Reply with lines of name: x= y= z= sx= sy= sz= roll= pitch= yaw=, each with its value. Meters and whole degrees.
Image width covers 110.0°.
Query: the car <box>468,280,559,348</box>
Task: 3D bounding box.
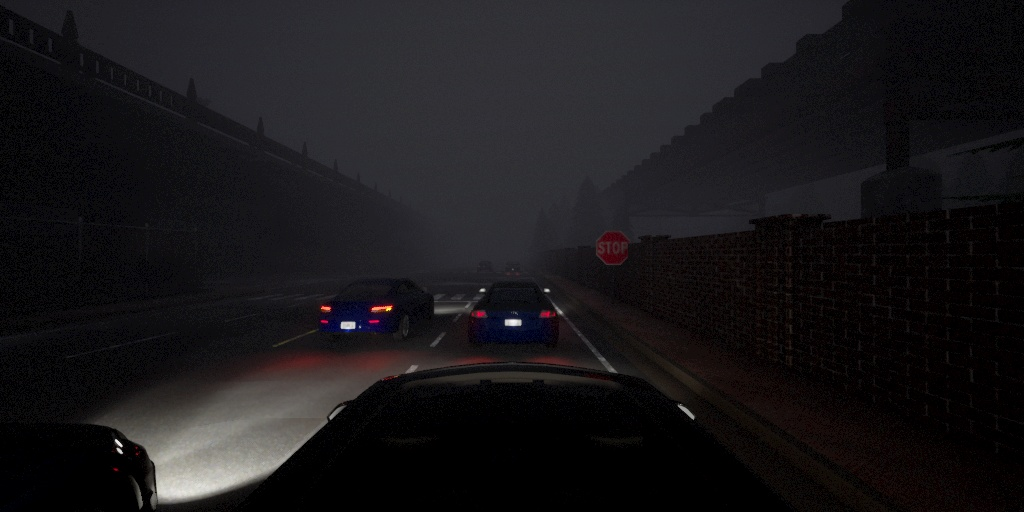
car: x=0.066 y=1.314 z=9.238 sx=1.994 sy=1.385 sz=4.181 roll=0 pitch=0 yaw=1

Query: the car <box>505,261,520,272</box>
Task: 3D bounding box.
car: x=0.082 y=1.351 z=46.056 sx=1.895 sy=1.301 sz=4.718 roll=0 pitch=0 yaw=-1

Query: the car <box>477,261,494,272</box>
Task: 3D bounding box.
car: x=-3.413 y=1.297 z=45.889 sx=2.033 sy=1.411 sz=5.357 roll=0 pitch=0 yaw=-1

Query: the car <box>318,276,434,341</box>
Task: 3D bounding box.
car: x=-3.416 y=1.276 z=9.759 sx=1.812 sy=1.442 sz=4.674 roll=0 pitch=0 yaw=0

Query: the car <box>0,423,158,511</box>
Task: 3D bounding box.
car: x=-3.398 y=1.314 z=0.663 sx=1.994 sy=1.385 sz=4.181 roll=0 pitch=0 yaw=0
